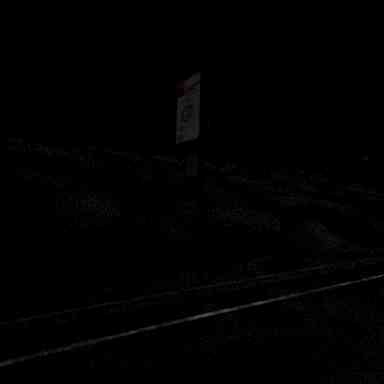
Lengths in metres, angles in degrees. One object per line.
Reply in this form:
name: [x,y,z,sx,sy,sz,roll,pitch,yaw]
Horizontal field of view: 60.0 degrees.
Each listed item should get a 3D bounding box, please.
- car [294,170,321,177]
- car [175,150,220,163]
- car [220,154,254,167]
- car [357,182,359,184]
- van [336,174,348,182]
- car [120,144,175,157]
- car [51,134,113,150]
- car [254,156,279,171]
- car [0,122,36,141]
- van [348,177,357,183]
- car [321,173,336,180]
car: [16.289,-2.372,48.136,4.674,1.452,2.002,4,-2,-45]
car: [-0.071,-3.314,33.035,4.892,1.521,2.231,2,-1,-40]
car: [4.188,-3.245,36.728,4.553,1.767,2.185,3,-1,-41]
car: [31.344,-1.150,64.414,2.163,1.488,4.792,1,-3,41]
van: [24.073,-2.053,56.207,1.878,1.987,4.442,1,-2,44]
car: [-4.245,-3.447,29.576,4.674,1.452,2.002,2,-1,-38]
car: [-8.567,-3.630,26.149,4.792,1.488,2.163,2,-1,-37]
car: [8.359,-3.154,40.480,5.566,2.045,2.435,3,-1,-42]
car: [-13.116,-3.966,22.680,4.553,1.767,2.185,2,-1,-36]
van: [27.778,-1.733,60.312,1.878,1.987,4.442,1,-3,42]
car: [20.161,-2.094,52.092,2.002,1.452,4.674,1,-2,44]
